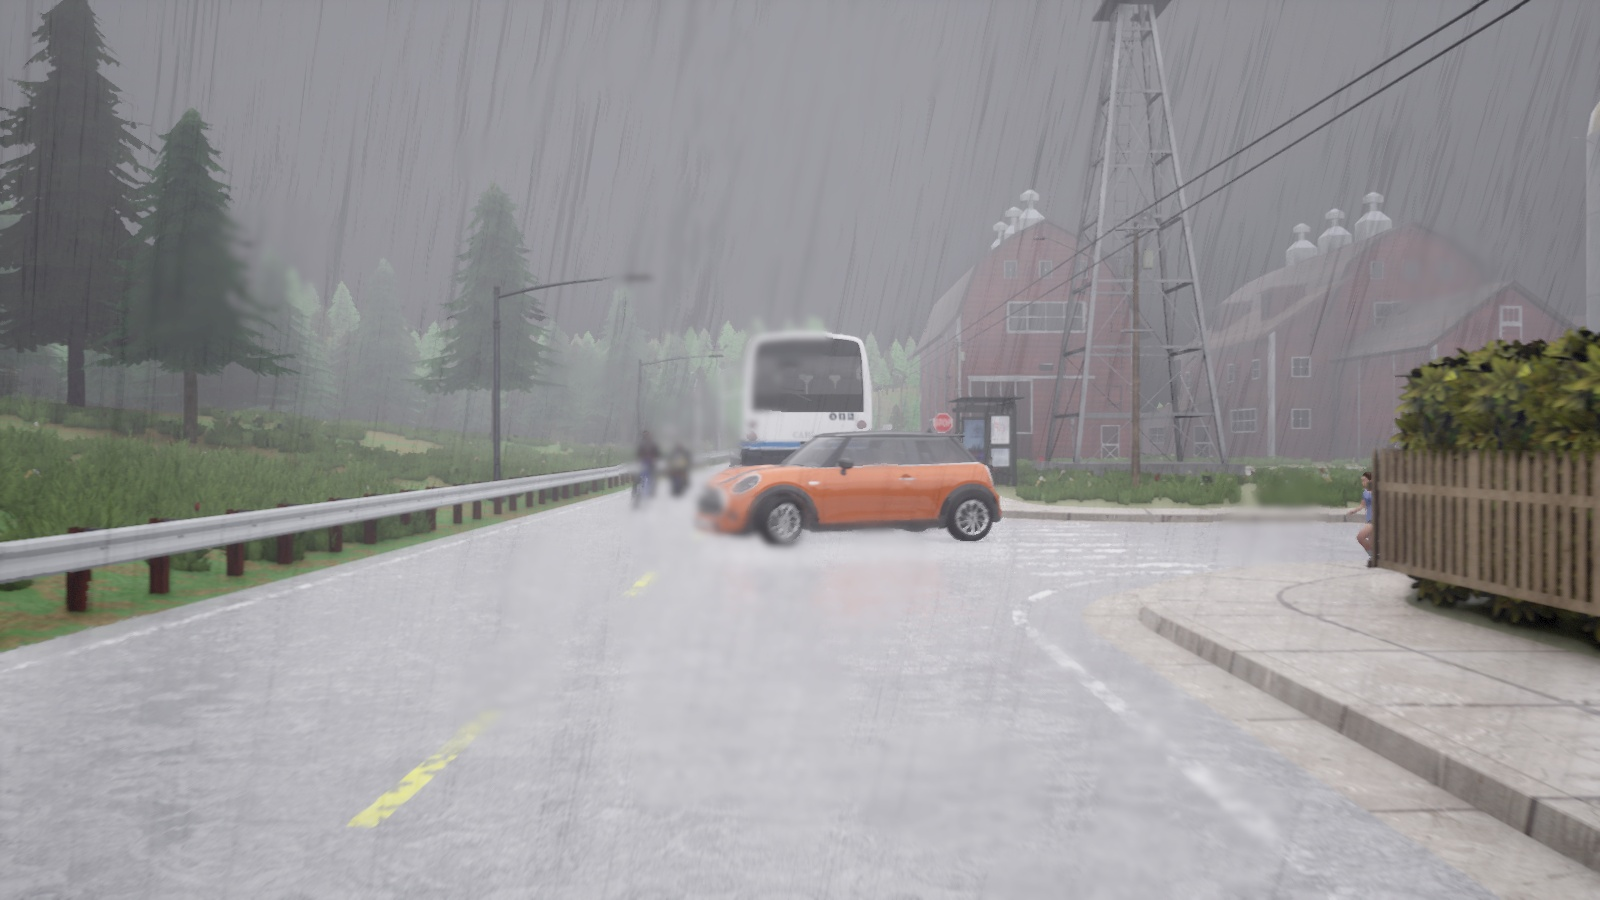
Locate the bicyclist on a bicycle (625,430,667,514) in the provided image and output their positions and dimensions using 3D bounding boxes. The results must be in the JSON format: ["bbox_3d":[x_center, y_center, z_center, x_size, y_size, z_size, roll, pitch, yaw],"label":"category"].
[{"bbox_3d":[-3.329,0.461,27.257,0.659,1.776,1.843,0,0,0],"label":"bicyclist on a bicycle"}]

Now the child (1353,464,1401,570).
[{"bbox_3d":[6.153,0.711,13.396,0.394,1.110,0.255,0,0,-1],"label":"child"}]

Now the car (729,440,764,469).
[{"bbox_3d":[-3.069,0.230,73.136,1.851,1.617,3.988,0,0,0],"label":"car"}]

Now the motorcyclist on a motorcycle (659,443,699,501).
[{"bbox_3d":[-3.290,0.585,34.335,0.866,1.530,2.191,0,0,0],"label":"motorcyclist on a motorcycle"}]

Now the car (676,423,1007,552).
[{"bbox_3d":[0.608,0.498,19.006,4.553,1.767,2.097,0,0,-22],"label":"car"}]

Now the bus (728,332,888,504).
[{"bbox_3d":[0.222,-0.834,36.190,3.944,4.253,10.273,0,1,0],"label":"bus"}]
